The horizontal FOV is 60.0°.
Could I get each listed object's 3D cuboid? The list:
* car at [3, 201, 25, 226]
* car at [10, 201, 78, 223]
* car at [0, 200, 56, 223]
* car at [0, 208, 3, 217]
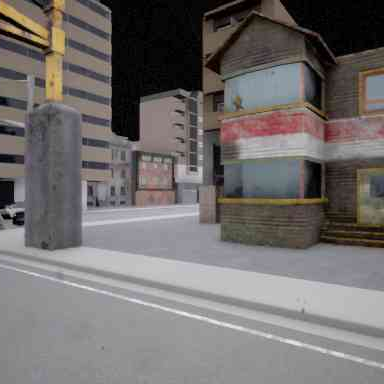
[{"bbox_3d":[-10.085,1.453,22.997,2.038,1.542,4.974,0,0,15],"label":"car"},{"bbox_3d":[-10.071,1.295,23.047,1.853,1.218,4.536,0,0,15],"label":"car"},{"bbox_3d":[-13.287,1.453,25.671,4.974,1.542,2.038,0,0,-30],"label":"car"},{"bbox_3d":[-13.242,1.295,25.697,4.536,1.218,1.853,0,0,-30],"label":"car"}]
